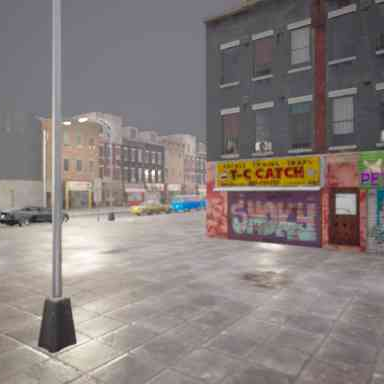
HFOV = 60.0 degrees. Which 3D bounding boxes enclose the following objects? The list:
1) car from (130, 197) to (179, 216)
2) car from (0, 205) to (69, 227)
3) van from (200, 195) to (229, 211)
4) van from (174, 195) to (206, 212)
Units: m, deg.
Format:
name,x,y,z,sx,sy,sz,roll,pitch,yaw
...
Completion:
name,x,y,z,sx,sy,sz,roll,pitch,yaw
car,-3.655,1.460,31.429,1.752,1.417,4.829,0,0,35
car,-10.331,1.533,22.077,1.947,1.339,4.313,0,0,35
van,2.824,1.245,40.503,1.690,1.788,3.998,0,0,35
van,-0.465,1.261,35.897,1.690,1.788,3.998,0,0,35
